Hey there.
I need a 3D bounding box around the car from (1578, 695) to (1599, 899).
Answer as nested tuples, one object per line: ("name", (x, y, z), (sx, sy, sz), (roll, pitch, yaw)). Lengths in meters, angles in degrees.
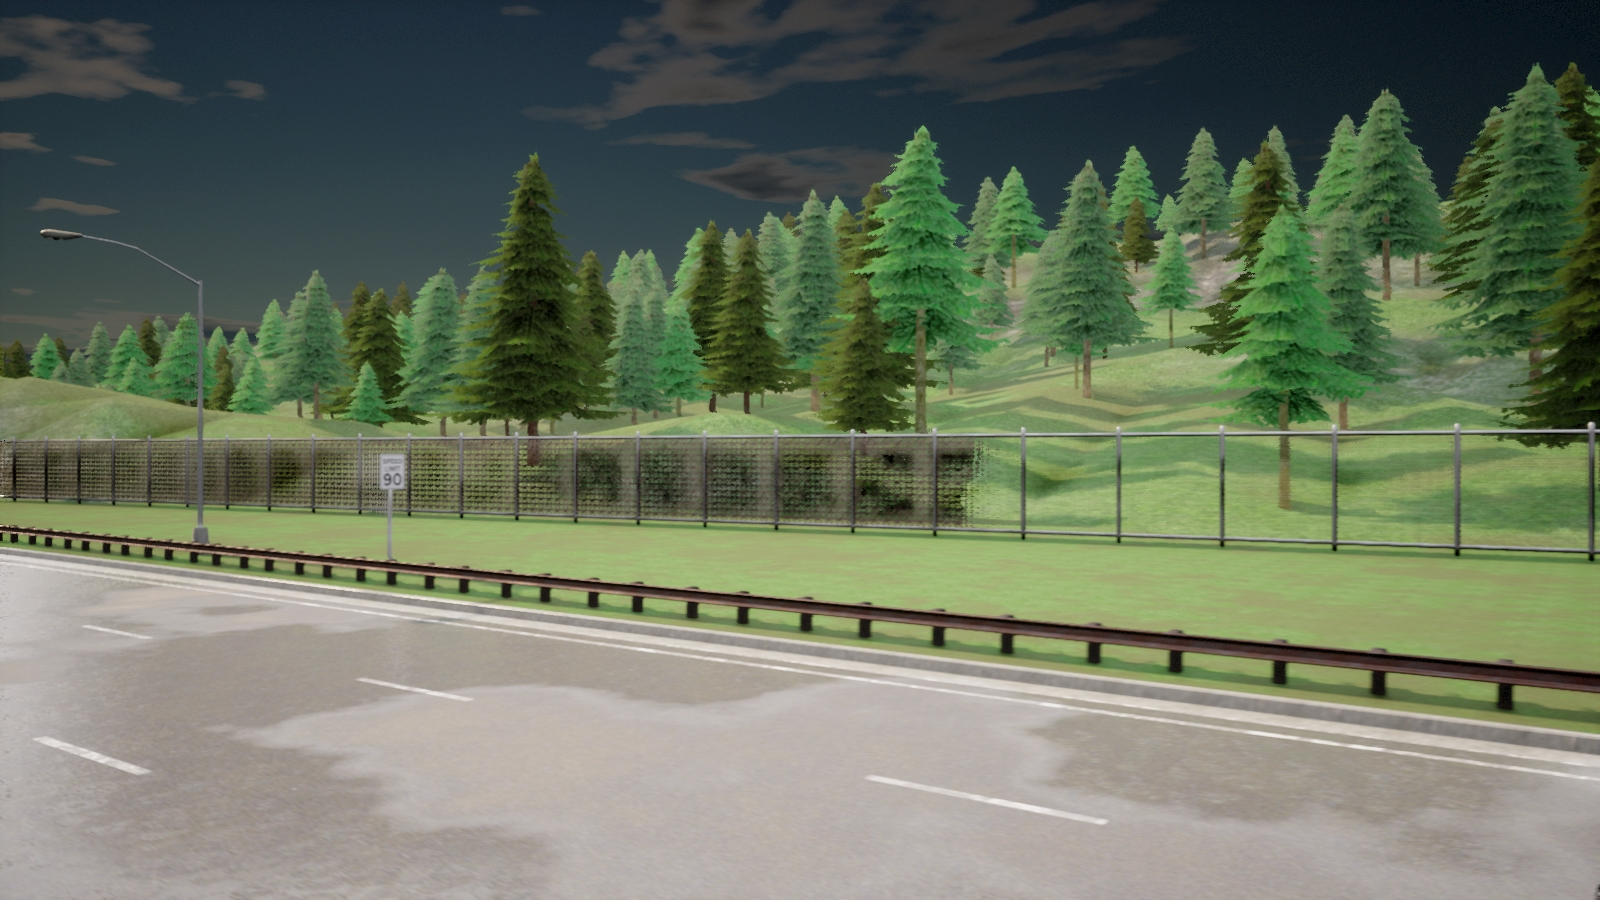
("car", (5.443, 2.066, 4.249), (4.193, 1.474, 1.816), (0, 0, 35))
